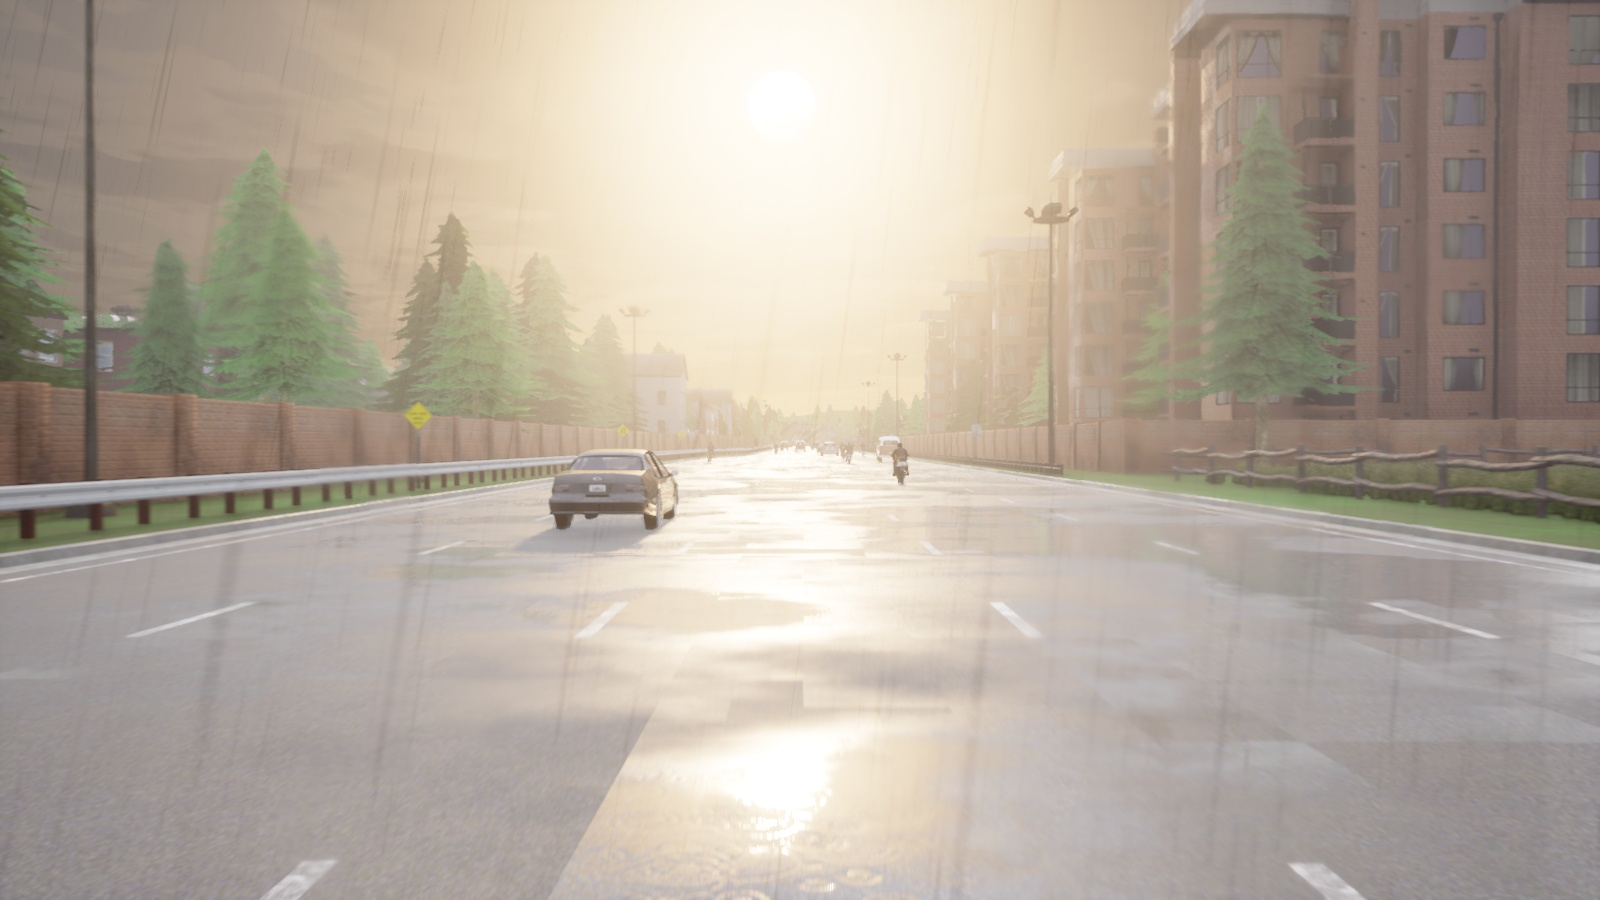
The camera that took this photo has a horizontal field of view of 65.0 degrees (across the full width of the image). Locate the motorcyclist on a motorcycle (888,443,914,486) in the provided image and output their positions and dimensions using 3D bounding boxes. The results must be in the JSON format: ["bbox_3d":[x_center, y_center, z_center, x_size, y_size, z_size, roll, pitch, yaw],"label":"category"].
[{"bbox_3d":[3.613,0.497,45.039,0.797,1.523,2.044,0,0,0],"label":"motorcyclist on a motorcycle"}]

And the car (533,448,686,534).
[{"bbox_3d":[-3.382,0.669,23.366,2.033,1.411,5.357,0,0,0],"label":"car"}]
